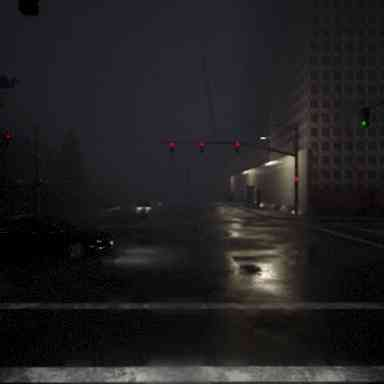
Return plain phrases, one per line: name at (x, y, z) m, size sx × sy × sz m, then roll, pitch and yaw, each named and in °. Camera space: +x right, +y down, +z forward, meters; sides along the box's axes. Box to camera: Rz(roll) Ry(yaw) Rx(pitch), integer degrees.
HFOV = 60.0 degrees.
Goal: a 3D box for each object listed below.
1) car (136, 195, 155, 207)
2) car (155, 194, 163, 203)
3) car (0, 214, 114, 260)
car at (-7.082, 1.500, 49.514) m, size 1.994 × 1.385 × 4.181 m, roll 0°, pitch 0°, yaw 0°
car at (-7.009, 1.268, 65.740) m, size 2.097 × 1.767 × 4.553 m, roll 0°, pitch 0°, yaw 0°
car at (-5.293, 1.567, 11.885) m, size 4.892 × 1.490 × 1.837 m, roll 0°, pitch 0°, yaw 0°
